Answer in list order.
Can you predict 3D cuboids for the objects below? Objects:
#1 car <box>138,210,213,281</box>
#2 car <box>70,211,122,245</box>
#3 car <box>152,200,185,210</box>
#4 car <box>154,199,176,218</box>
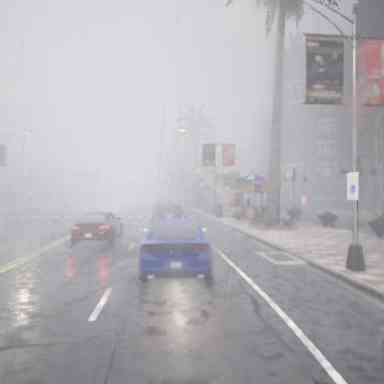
[{"bbox_3d":[-0.513,1.547,10.117,1.882,1.535,5.008,0,0,-4],"label":"car"},{"bbox_3d":[-4.465,1.629,15.941,1.812,1.442,4.674,0,0,-5],"label":"car"},{"bbox_3d":[-1.504,1.498,21.627,2.097,1.767,4.553,0,0,-5],"label":"car"},{"bbox_3d":[-2.785,1.578,33.635,2.097,1.767,4.553,0,0,-6],"label":"car"}]
